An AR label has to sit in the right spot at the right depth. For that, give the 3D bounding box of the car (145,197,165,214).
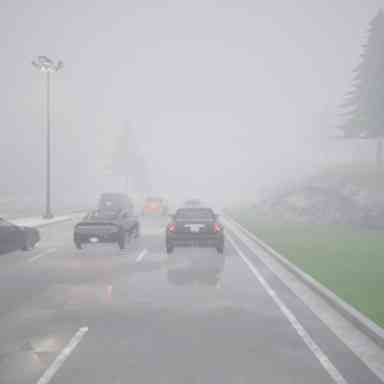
[{"bbox_3d":[-3.334,1.228,30.946,2.097,1.767,4.553,0,0,1],"label":"car"}]

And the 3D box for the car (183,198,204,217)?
[{"bbox_3d":[0.172,1.380,31.265,1.837,1.490,4.892,0,0,1],"label":"car"}]

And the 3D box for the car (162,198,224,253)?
[{"bbox_3d":[0.101,1.298,13.624,2.097,1.767,4.553,0,0,0],"label":"car"}]

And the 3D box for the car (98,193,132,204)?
[{"bbox_3d":[-6.855,1.100,30.284,2.150,2.045,5.566,0,0,1],"label":"car"}]

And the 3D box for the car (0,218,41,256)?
[{"bbox_3d":[-6.899,1.505,10.673,2.033,1.411,5.357,0,0,0],"label":"car"}]

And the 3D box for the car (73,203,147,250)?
[{"bbox_3d":[-3.399,1.435,13.966,2.128,1.511,4.902,0,0,0],"label":"car"}]
